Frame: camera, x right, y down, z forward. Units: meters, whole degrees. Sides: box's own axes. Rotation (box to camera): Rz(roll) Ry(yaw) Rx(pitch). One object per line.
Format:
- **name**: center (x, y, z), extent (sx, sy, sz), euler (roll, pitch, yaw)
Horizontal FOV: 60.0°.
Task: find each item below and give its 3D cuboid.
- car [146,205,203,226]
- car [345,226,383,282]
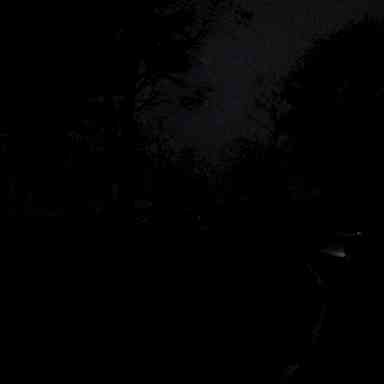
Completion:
- **car**: center (-1.458, 1.771, 26.477), extent (5.008, 1.535, 1.882), euler (0, -1, 35)
- **car**: center (6.081, 1.689, 9.989), extent (1.994, 1.385, 4.181), euler (0, -1, 12)
